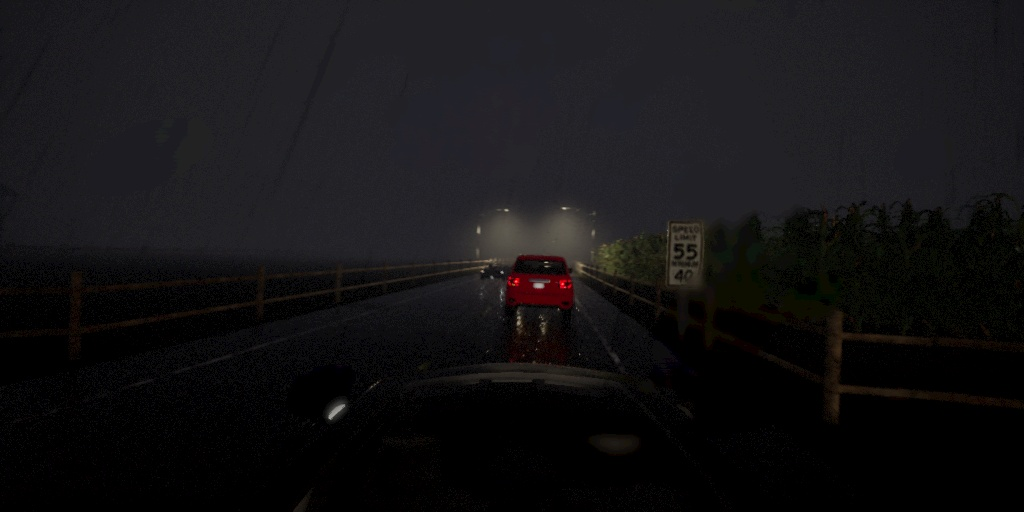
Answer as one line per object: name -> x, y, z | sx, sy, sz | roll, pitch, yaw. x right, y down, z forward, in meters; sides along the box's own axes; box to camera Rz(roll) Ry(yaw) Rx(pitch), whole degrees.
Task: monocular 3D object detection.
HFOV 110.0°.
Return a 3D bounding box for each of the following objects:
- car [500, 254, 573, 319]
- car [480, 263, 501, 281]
car -> 1.057, 0.979, 13.320 | 2.150, 2.045, 5.566 | 2, 0, 6
car -> -1.197, 1.224, 27.936 | 1.895, 1.301, 4.718 | 2, 0, 6
